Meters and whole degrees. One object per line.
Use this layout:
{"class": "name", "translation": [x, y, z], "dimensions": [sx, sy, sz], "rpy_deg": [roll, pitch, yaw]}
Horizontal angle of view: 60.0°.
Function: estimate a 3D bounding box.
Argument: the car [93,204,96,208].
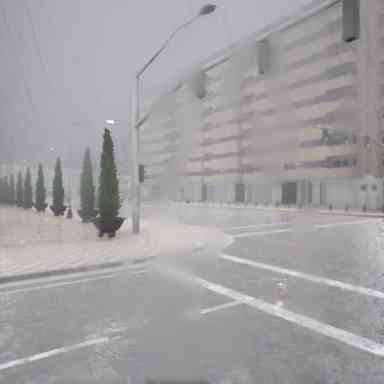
{"class": "car", "translation": [-12.349, 1.357, 41.435], "dimensions": [1.837, 1.490, 4.892], "rpy_deg": [0, 0, -35]}
